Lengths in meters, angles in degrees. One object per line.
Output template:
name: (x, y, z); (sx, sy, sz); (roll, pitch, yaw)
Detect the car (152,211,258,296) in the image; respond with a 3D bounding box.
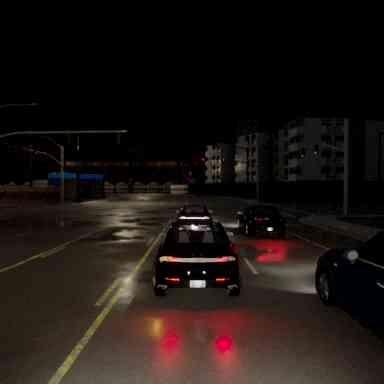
car: (0.110, 1.484, 8.594); (2.128, 1.511, 4.902); (0, 0, 0)

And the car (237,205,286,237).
car: (3.623, 1.461, 17.880); (1.837, 1.490, 4.892); (0, 0, 0)

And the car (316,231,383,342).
car: (3.605, 1.349, 5.086); (2.097, 1.767, 4.553); (0, 0, 0)

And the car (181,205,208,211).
car: (0.125, 1.443, 18.265); (2.128, 1.511, 4.902); (0, 0, 0)
